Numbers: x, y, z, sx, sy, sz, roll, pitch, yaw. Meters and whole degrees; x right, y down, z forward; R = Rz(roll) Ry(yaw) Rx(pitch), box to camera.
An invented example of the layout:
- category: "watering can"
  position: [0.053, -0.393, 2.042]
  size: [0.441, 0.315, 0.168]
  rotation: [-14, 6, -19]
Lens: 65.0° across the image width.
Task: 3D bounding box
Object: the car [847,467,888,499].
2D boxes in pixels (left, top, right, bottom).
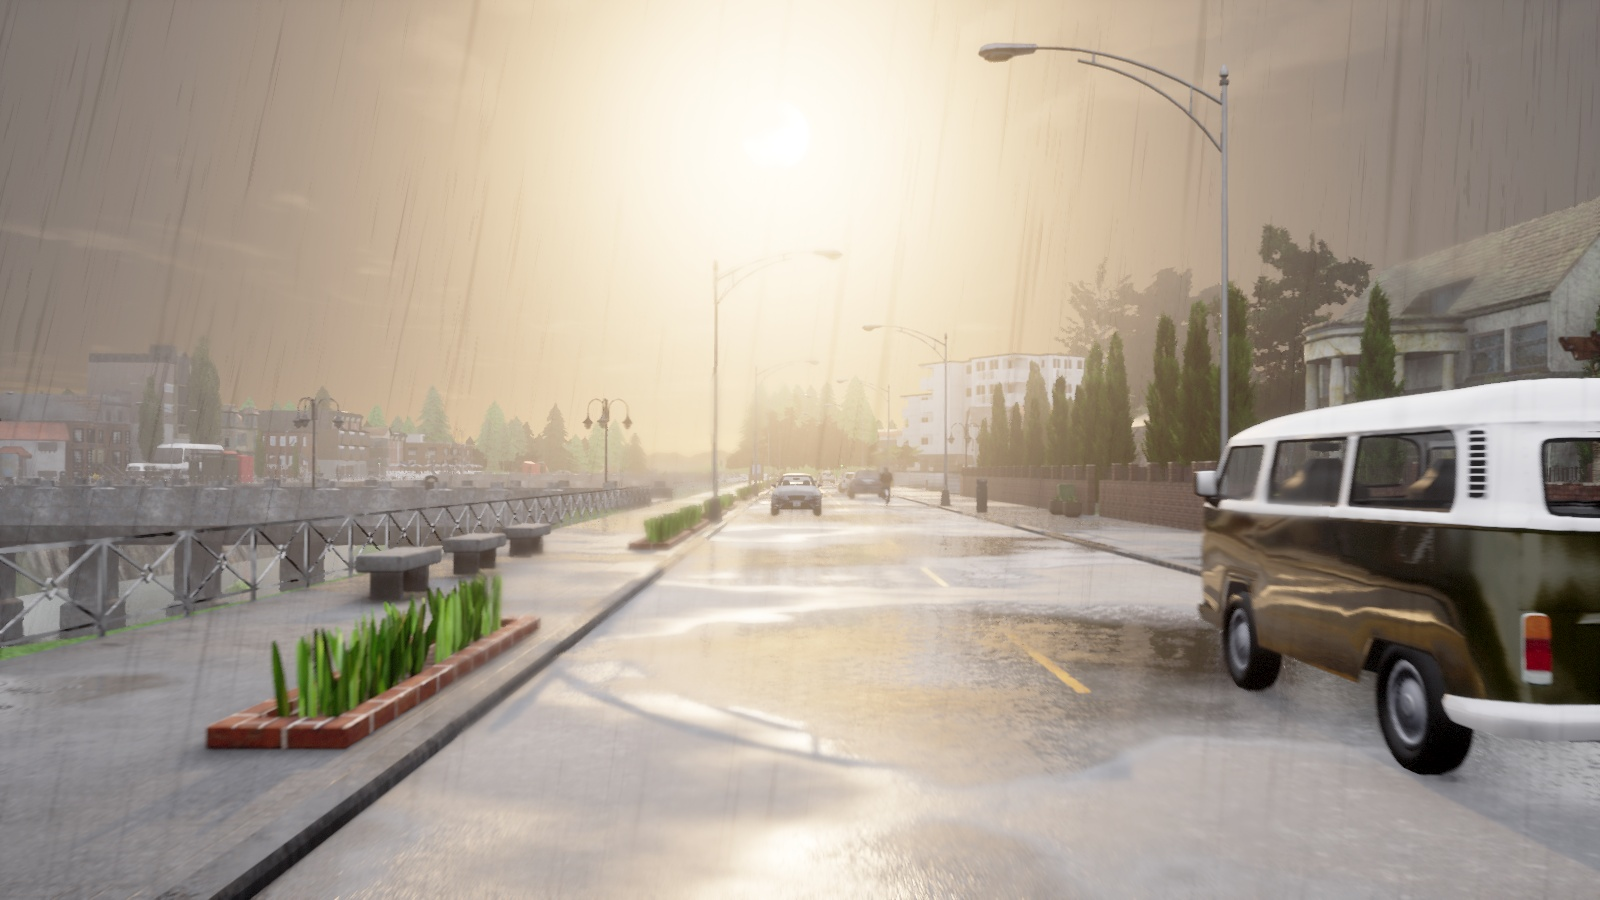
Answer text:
- category: "car"
  position: [3.831, 1.860, 71.815]
  size: [2.097, 1.767, 4.553]
  rotation: [0, -1, 0]

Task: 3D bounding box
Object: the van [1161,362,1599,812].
- category: "van"
  position: [3.981, 0.655, 7.953]
  size: [2.069, 2.038, 4.480]
  rotation: [0, -1, 0]

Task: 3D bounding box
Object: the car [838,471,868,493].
- category: "car"
  position: [3.789, 2.269, 89.859]
  size: [1.970, 1.475, 3.806]
  rotation: [0, -1, 0]

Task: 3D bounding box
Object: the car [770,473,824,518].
- category: "car"
  position: [-0.105, 1.573, 44.450]
  size: [1.816, 1.474, 4.193]
  rotation: [0, -1, 0]
